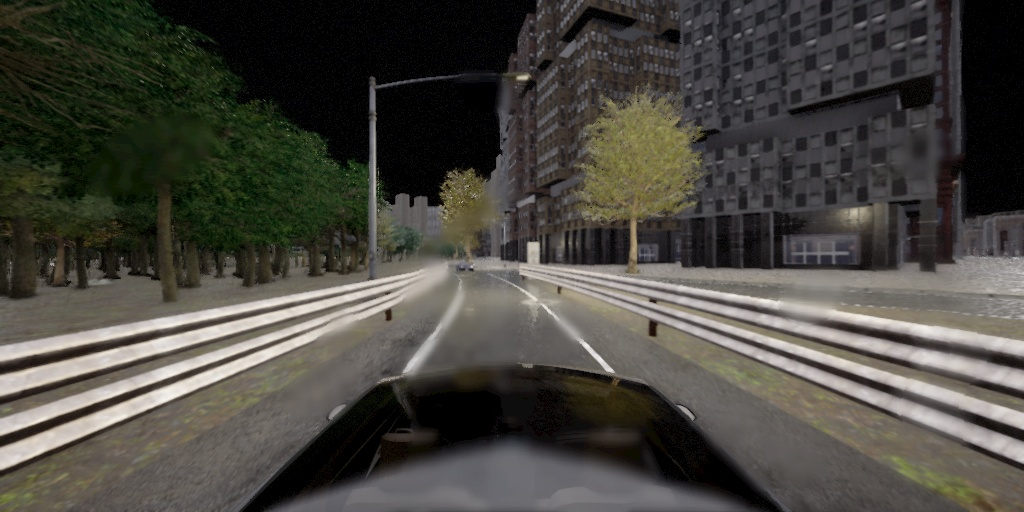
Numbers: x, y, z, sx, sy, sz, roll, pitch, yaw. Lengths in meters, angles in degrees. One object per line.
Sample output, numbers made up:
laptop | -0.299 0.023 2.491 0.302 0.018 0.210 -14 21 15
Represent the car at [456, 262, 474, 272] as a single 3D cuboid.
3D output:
car | -6.128 1.372 46.159 1.895 1.301 4.718 0 0 -16
